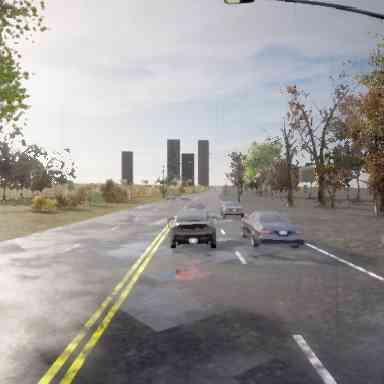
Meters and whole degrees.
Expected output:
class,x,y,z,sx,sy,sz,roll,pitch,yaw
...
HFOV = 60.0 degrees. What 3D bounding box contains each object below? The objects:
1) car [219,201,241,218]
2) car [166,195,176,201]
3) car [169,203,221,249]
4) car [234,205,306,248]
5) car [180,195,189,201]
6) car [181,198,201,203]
class,x,y,z,sx,sy,sz,roll,pitch,yaw
car,3.506,1.535,29.531,2.033,1.411,5.357,0,0,1
car,-4.797,1.341,76.137,1.994,1.385,4.181,0,0,2
car,0.047,1.493,14.599,1.837,1.490,4.892,-2,1,0
car,3.326,1.524,14.576,2.033,1.411,5.357,1,0,1
car,-1.551,1.312,75.986,1.812,1.442,4.674,0,0,2
car,0.262,1.550,29.588,1.994,1.385,4.181,0,0,1
